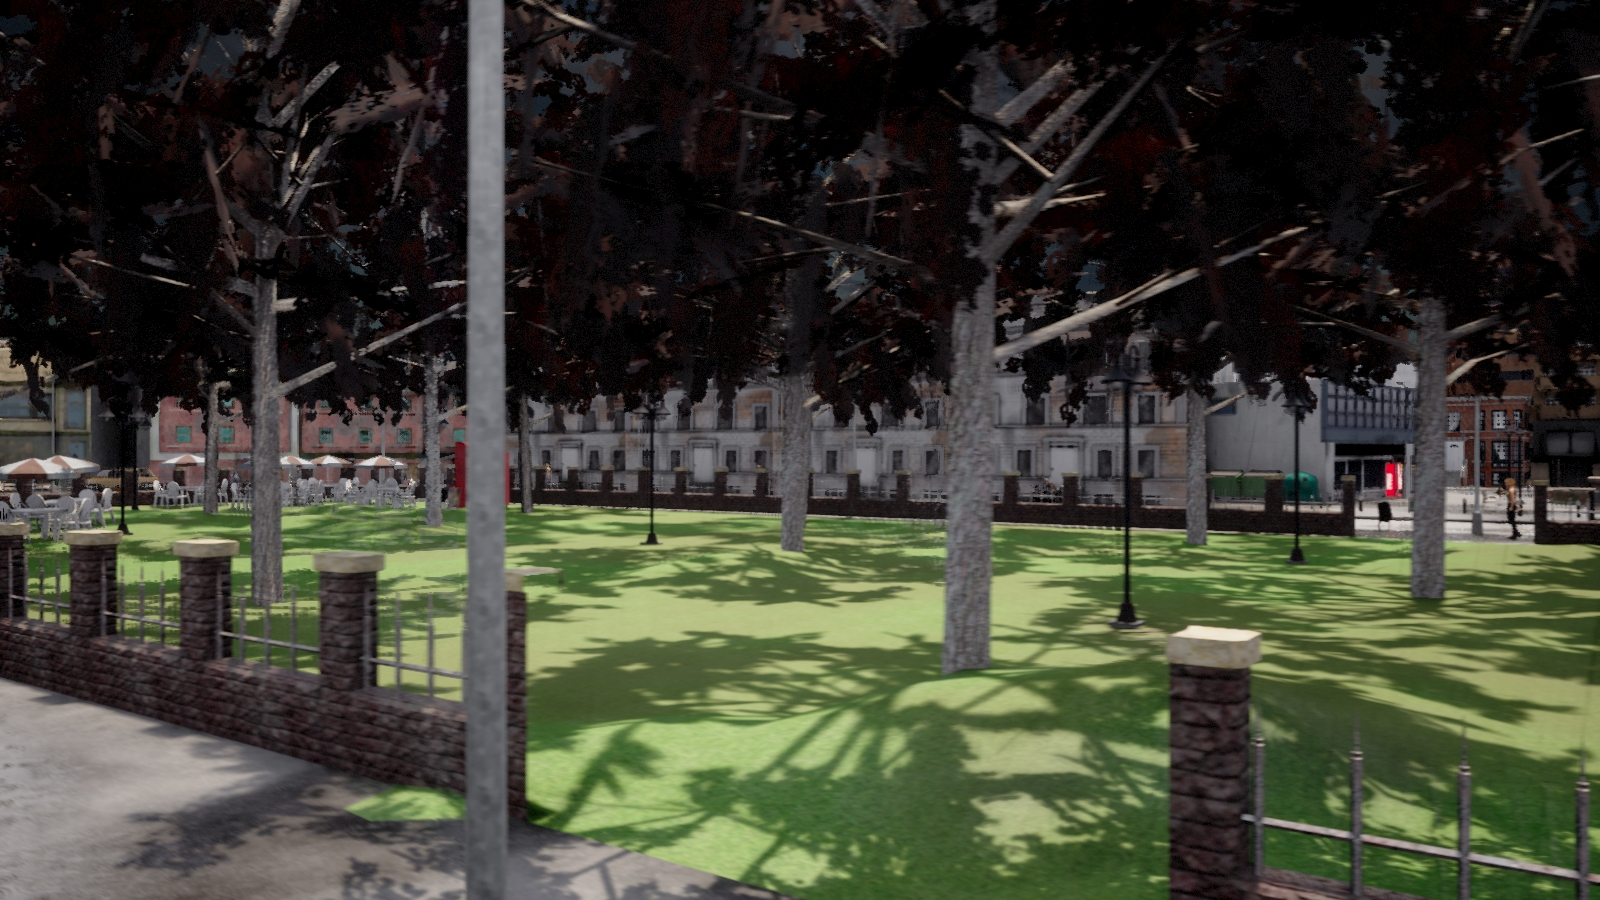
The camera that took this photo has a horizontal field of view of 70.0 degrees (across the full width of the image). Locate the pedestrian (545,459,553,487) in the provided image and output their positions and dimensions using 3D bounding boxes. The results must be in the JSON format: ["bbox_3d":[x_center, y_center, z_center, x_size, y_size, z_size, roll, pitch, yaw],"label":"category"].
[{"bbox_3d":[-16.648,1.522,75.684,0.375,1.860,0.375,0,0,18],"label":"pedestrian"}]

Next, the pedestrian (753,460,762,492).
[{"bbox_3d":[-2.496,1.523,66.883,0.375,1.860,0.375,0,0,29],"label":"pedestrian"}]

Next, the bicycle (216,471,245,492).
[{"bbox_3d":[-35.065,1.933,70.357,0.373,1.296,1.643,0,0,38],"label":"bicycle"}]

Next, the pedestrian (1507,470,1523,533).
[{"bbox_3d":[21.339,1.523,34.091,0.375,1.860,0.375,0,0,38],"label":"pedestrian"}]

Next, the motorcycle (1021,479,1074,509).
[{"bbox_3d":[11.238,1.984,51.878,2.209,1.251,0.867,0,0,35],"label":"motorcycle"}]
